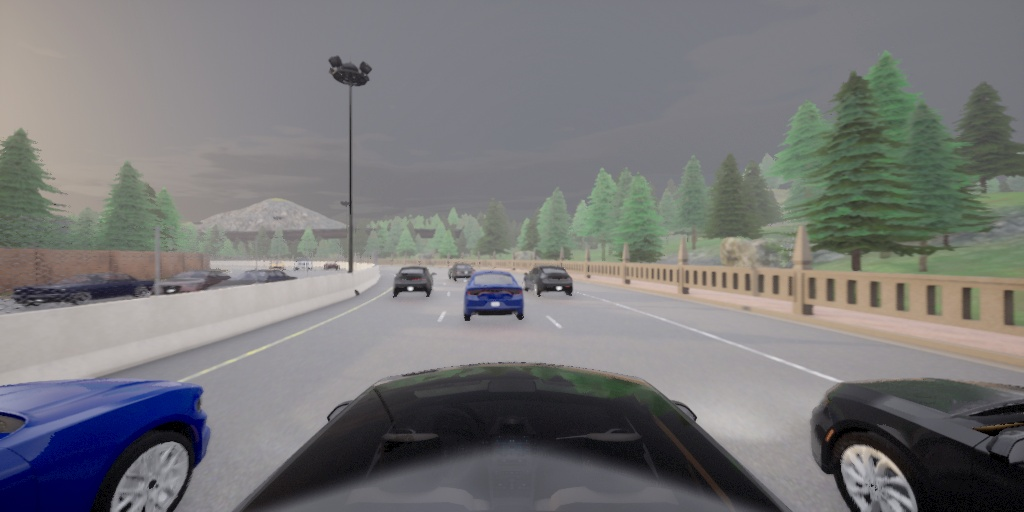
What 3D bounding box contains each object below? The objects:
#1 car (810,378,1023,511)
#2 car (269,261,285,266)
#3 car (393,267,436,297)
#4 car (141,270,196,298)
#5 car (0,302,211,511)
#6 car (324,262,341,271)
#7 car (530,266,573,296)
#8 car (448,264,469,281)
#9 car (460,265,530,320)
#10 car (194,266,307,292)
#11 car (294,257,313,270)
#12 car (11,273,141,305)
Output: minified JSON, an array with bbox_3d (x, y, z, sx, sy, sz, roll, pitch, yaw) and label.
[{"bbox_3d":[3.451,1.241,1.052,1.837,1.490,4.892,0,0,1],"label":"car"},{"bbox_3d":[-35.429,1.465,54.033,1.882,1.535,5.008,0,0,-36],"label":"car"},{"bbox_3d":[-5.279,1.312,19.498,1.837,1.490,4.892,0,0,-10],"label":"car"},{"bbox_3d":[-15.910,1.406,18.285,1.994,1.385,4.181,0,0,-12],"label":"car"},{"bbox_3d":[-3.530,1.239,0.991,1.882,1.535,5.008,0,0,1],"label":"car"},{"bbox_3d":[-27.829,1.565,55.515,1.895,1.301,4.718,0,0,-34],"label":"car"},{"bbox_3d":[1.835,1.286,19.431,1.837,1.490,4.892,0,0,-10],"label":"car"},{"bbox_3d":[-4.348,1.375,30.800,2.033,1.411,5.357,0,0,-17],"label":"car"},{"bbox_3d":[-0.740,1.254,12.884,1.882,1.535,5.008,0,0,-6],"label":"car"},{"bbox_3d":[-12.097,1.374,17.169,2.033,1.411,5.357,0,0,-10],"label":"car"},{"bbox_3d":[-32.761,1.208,56.322,2.150,2.045,5.566,0,0,-36],"label":"car"},{"bbox_3d":[-19.049,1.450,16.313,1.895,1.301,4.718,0,0,-10],"label":"car"}]
